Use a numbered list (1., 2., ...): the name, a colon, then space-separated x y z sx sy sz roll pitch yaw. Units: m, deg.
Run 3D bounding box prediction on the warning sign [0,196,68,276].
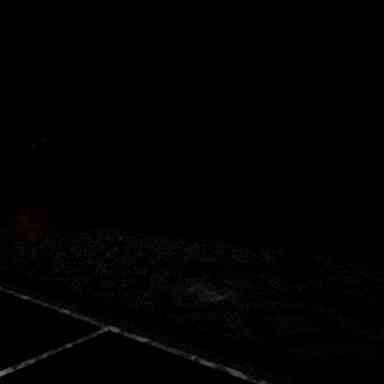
1. warning sign: -4.167 1.062 8.753 1.060 1.860 1.300 1 0 35
